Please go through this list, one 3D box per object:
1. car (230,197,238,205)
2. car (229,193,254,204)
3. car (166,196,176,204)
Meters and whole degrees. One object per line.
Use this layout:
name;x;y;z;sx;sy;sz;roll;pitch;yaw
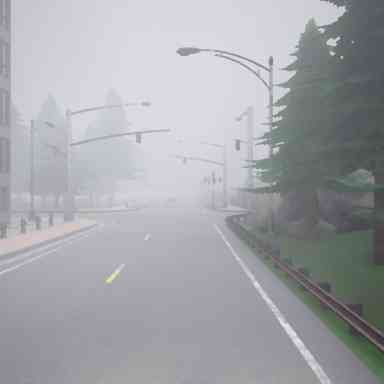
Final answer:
car;8.847;1.142;54.404;4.605;1.855;1.932;0;0;-1
car;8.432;1.144;56.914;3.866;1.878;1.905;0;0;-1
car;-4.075;1.500;65.134;1.895;1.301;4.718;0;0;0
